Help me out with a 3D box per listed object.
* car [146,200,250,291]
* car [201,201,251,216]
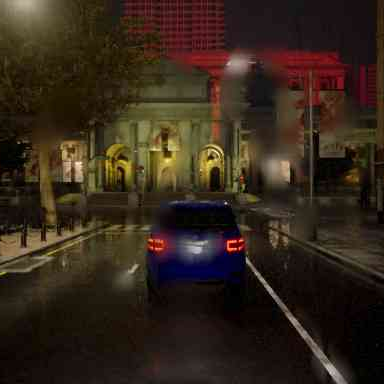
[{"bbox_3d":[0.106,1.221,9.130,2.150,2.045,5.566,0,0,1],"label":"car"},{"bbox_3d":[3.236,1.600,32.703,4.718,1.301,1.895,0,0,1],"label":"car"}]
